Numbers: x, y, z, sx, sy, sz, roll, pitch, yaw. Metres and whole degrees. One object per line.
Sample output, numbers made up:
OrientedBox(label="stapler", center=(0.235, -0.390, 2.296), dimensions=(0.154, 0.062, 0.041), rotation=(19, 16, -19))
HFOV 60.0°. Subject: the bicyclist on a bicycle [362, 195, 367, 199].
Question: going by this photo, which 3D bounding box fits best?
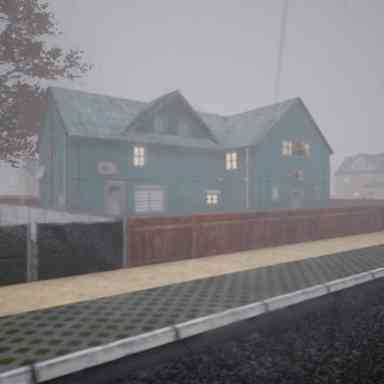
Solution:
OrientedBox(label="bicyclist on a bicycle", center=(20.116, 1.154, 38.687), dimensions=(1.656, 1.620, 0.582), rotation=(-1, 1, -36))
